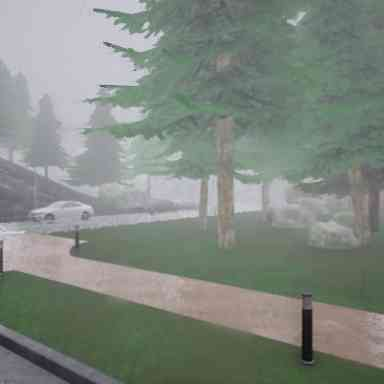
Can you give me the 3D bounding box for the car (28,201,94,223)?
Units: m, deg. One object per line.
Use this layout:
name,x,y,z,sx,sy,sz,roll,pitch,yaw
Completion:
car,-9.234,1.366,23.757,1.812,1.442,4.674,0,0,35

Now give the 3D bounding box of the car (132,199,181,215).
car,-3.269,1.388,32.098,2.033,1.411,5.357,0,0,36
